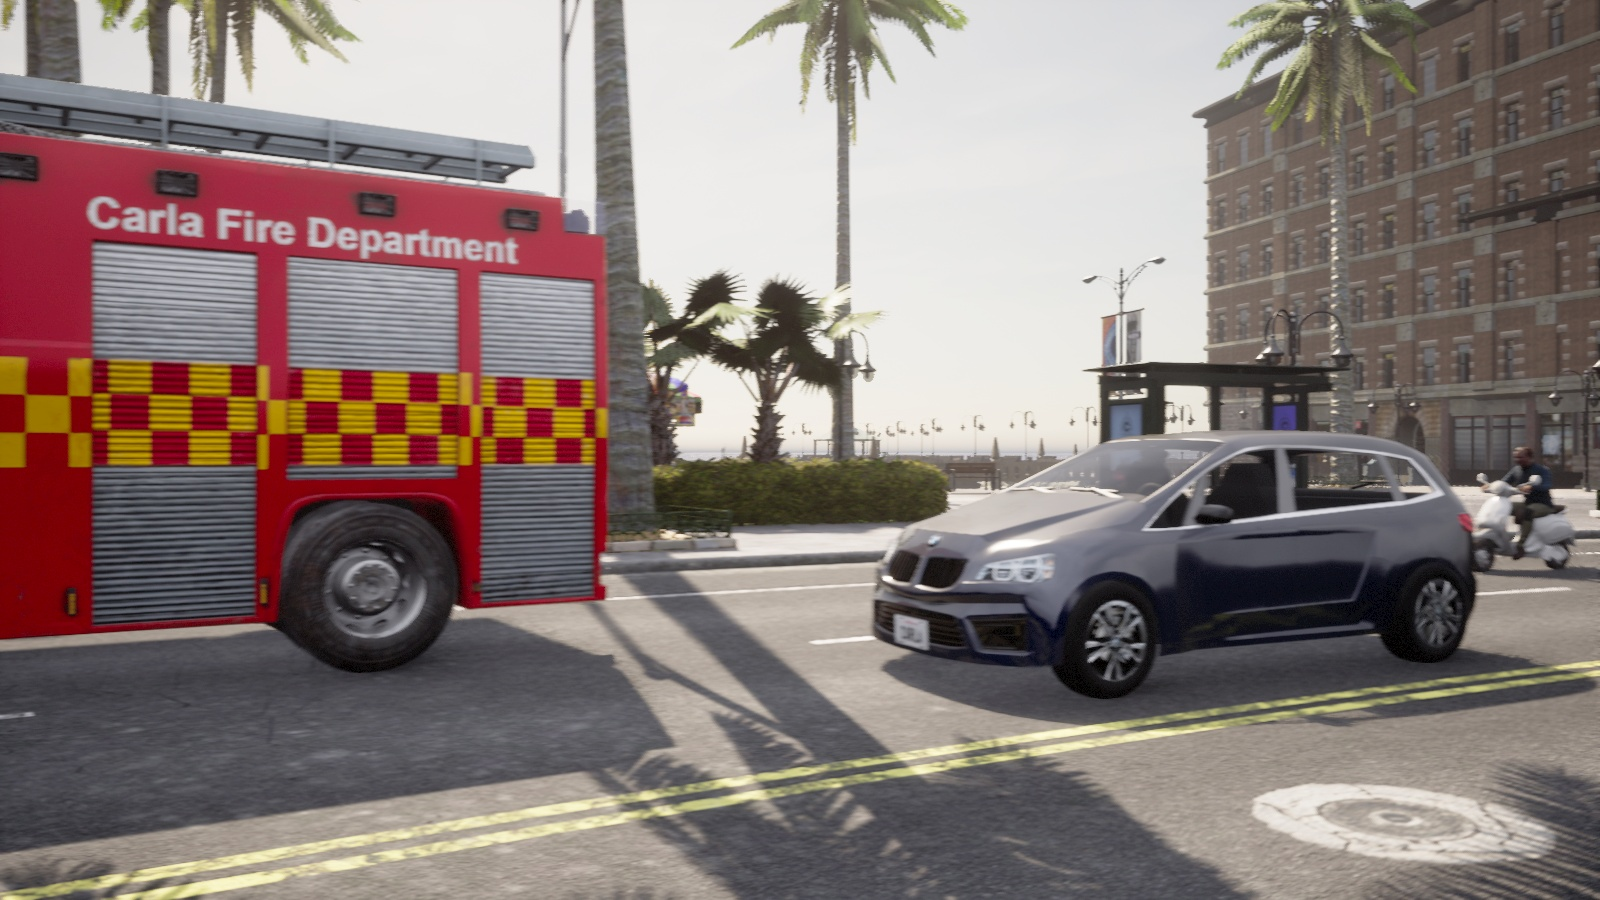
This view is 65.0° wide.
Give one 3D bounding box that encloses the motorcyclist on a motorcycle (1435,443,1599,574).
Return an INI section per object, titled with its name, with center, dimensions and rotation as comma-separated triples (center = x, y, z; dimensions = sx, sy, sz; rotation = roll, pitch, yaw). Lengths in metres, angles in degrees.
[motorcyclist on a motorcycle]
center = 9.121, 0.712, 15.972
dimensions = 1.817, 1.590, 0.866
rotation = 0, 0, -21

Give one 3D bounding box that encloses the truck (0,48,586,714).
[truck]
center = -5.910, -0.395, 8.099
dimensions = 8.468, 3.827, 2.891
rotation = 0, 0, -32

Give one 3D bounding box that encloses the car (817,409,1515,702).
[car]
center = 2.691, 0.601, 9.187
dimensions = 4.611, 1.667, 2.242
rotation = 0, 0, -27
